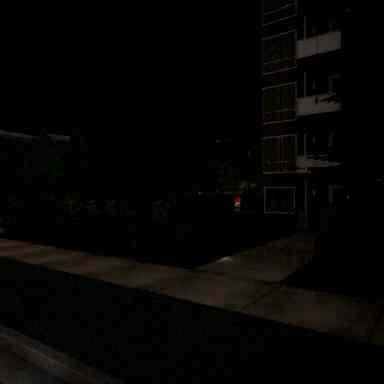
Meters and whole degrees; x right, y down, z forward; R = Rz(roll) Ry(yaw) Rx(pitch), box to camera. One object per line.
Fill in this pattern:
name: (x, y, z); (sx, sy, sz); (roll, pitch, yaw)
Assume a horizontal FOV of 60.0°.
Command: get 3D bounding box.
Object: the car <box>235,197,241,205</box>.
car: (9.309, 1.488, 58.066); (1.882, 1.535, 5.008); (0, 0, 36)
